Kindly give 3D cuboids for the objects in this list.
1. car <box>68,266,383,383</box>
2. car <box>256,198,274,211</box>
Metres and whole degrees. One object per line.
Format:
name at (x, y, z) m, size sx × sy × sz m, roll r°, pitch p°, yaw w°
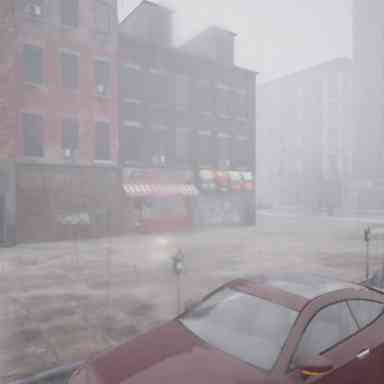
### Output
car at (0.851, 1.578, 3.419) m, size 4.206 × 1.307 × 1.802 m, roll 0°, pitch 0°, yaw -35°
car at (7.647, 1.504, 40.337) m, size 1.882 × 1.535 × 5.008 m, roll 0°, pitch 0°, yaw -35°
